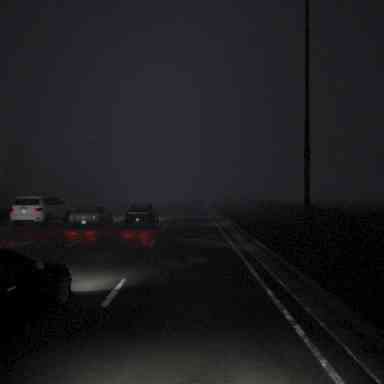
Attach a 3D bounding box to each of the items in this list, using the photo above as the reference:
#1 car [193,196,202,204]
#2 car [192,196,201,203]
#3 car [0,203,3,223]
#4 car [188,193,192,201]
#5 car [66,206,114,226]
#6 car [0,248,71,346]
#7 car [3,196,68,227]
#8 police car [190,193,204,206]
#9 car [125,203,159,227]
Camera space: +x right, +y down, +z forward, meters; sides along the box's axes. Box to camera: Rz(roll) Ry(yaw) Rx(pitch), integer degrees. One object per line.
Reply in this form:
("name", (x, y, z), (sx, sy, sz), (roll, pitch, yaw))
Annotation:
("car", (1.034, 1.581, 67.606), (1.801, 1.575, 5.366), (0, 0, 0))
("car", (1.033, 1.642, 73.415), (1.837, 1.490, 4.892), (0, 0, 0))
("car", (-13.906, 1.536, 23.732), (2.128, 1.511, 4.902), (0, 0, 0))
("car", (-0.021, 1.303, 93.049), (2.150, 2.045, 5.566), (0, 0, 0))
("car", (-6.906, 1.645, 23.438), (1.895, 1.301, 4.718), (0, 0, 0))
("car", (-3.401, 1.535, 4.959), (1.812, 1.442, 4.674), (0, 0, 0))
("car", (-10.406, 1.265, 23.276), (2.150, 2.045, 5.566), (0, 0, 0))
("police car", (1.037, 1.532, 57.525), (1.930, 1.638, 5.238), (0, 0, 0))
("car", (-3.404, 1.535, 23.201), (2.128, 1.511, 4.902), (0, 0, 0))
